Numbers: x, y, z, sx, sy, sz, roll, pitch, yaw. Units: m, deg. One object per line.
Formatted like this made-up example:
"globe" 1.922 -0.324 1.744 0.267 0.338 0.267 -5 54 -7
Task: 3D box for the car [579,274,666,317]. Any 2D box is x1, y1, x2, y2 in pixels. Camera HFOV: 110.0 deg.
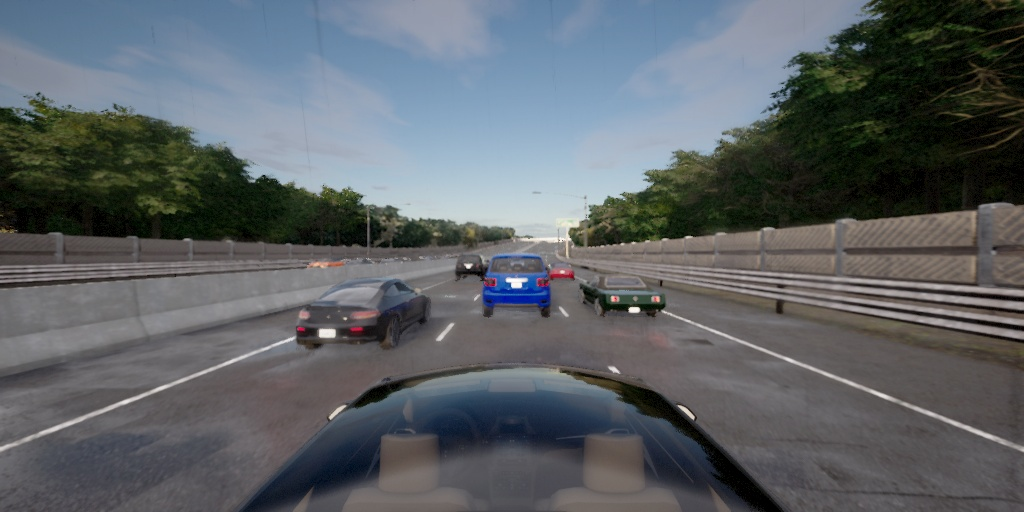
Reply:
"car" 3.668 1.306 12.873 1.895 1.301 4.718 0 0 1

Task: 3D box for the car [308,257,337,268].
"car" -20.435 0.939 39.595 2.097 1.767 4.553 0 0 2

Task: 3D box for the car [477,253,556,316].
"car" 0.170 0.925 13.159 2.150 2.045 5.566 0 0 1

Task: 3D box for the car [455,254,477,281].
"car" -3.065 0.865 28.453 2.150 2.045 5.566 0 0 1

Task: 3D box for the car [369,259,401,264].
"car" -13.444 1.098 39.373 1.837 1.490 4.892 0 0 2

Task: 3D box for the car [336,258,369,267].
"car" -16.939 1.095 39.514 1.837 1.490 4.892 0 0 2

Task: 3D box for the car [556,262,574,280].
"car" 3.971 1.207 29.792 1.994 1.385 4.181 0 0 1

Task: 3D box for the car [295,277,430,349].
"car" -3.377 1.243 8.903 1.812 1.442 4.674 0 0 1
